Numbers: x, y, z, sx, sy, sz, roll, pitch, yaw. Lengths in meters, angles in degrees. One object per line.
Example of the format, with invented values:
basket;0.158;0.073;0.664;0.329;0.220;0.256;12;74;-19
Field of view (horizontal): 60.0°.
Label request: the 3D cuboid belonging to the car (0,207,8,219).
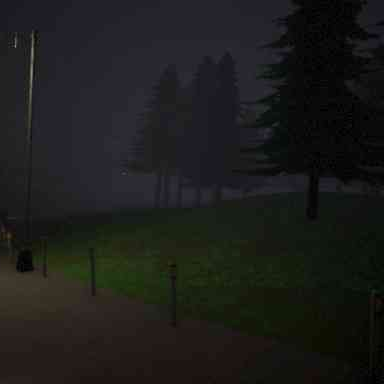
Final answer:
car;-21.846;2.311;36.538;2.128;1.511;4.902;3;-3;-9
